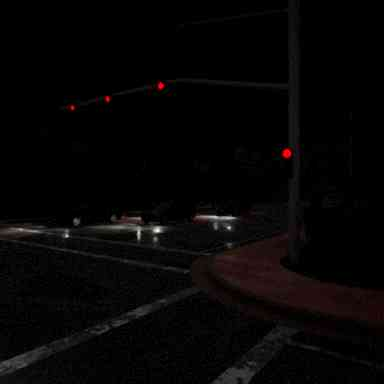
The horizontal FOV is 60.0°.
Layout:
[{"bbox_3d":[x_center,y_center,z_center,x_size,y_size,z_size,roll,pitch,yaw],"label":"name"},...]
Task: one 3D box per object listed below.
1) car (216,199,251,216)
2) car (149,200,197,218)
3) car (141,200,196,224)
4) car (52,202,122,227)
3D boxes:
[{"bbox_3d":[4.197,1.505,32.953,1.837,1.490,4.892,0,0,36],"label":"car"},{"bbox_3d":[-1.647,1.505,30.837,1.837,1.490,4.892,0,0,36],"label":"car"},{"bbox_3d":[-1.661,1.478,24.813,1.882,1.535,5.008,0,0,36],"label":"car"},{"bbox_3d":[-7.177,1.477,23.121,1.882,1.535,5.008,0,0,36],"label":"car"}]
